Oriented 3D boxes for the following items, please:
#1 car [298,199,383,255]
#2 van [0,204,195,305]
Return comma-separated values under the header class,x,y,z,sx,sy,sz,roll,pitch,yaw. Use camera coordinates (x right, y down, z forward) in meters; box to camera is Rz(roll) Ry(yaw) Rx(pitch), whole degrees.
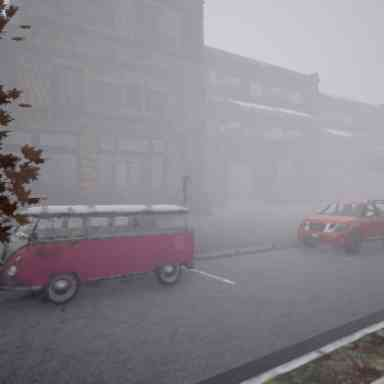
class,x,y,z,sx,sy,sz,roll,pitch,yaw
car,7.010,1.357,14.414,5.566,2.045,2.435,1,0,-35
van,-2.134,1.286,7.980,4.442,1.987,1.878,1,0,-35
